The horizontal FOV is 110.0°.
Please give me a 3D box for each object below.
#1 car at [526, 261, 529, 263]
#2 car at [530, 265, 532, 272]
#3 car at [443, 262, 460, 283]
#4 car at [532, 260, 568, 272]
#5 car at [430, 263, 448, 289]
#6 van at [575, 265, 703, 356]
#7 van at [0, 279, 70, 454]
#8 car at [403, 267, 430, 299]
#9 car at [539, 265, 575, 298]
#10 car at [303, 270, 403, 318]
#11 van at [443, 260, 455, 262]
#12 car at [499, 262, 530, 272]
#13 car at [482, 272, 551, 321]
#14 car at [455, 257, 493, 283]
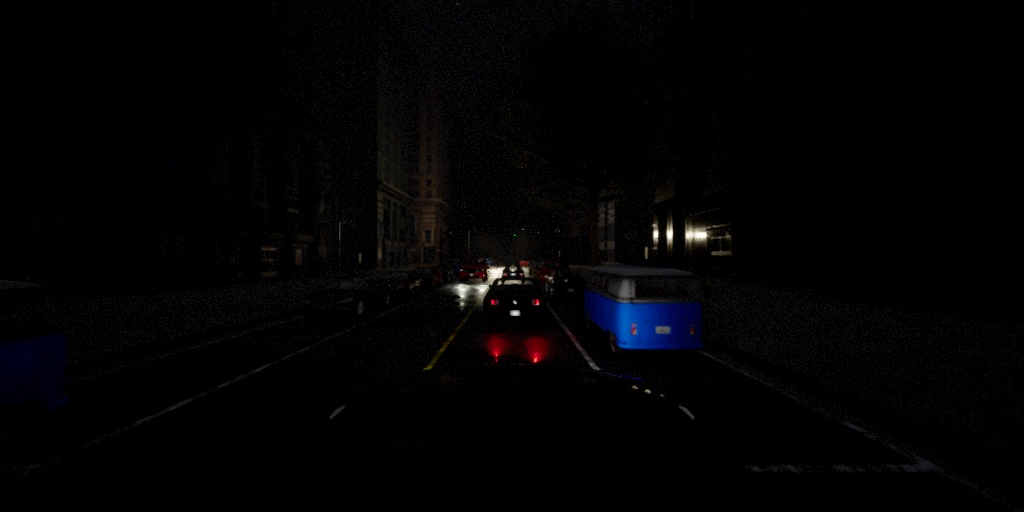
[{"bbox_3d":[2.755,1.455,40.303,1.751,1.417,4.829,0,0,0],"label":"car"},{"bbox_3d":[2.752,1.422,29.553,1.888,1.381,4.507,0,0,0],"label":"car"},{"bbox_3d":[-5.773,1.442,29.320,1.948,1.339,4.313,0,0,0],"label":"car"},{"bbox_3d":[2.754,1.166,24.264,2.192,1.841,5.009,0,0,0],"label":"car"},{"bbox_3d":[-5.771,1.396,23.907,1.888,1.381,4.507,0,0,0],"label":"car"},{"bbox_3d":[2.760,1.120,8.398,1.690,1.789,3.998,0,0,0],"label":"van"},{"bbox_3d":[-5.763,1.093,2.254,1.690,1.789,3.998,0,0,0],"label":"van"},{"bbox_3d":[-5.769,1.407,18.493,1.802,1.307,4.207,0,0,0],"label":"car"},{"bbox_3d":[2.756,1.378,18.976,2.007,1.370,4.403,0,0,0],"label":"car"},{"bbox_3d":[-5.767,1.351,13.080,2.007,1.370,4.403,0,0,0],"label":"car"},{"bbox_3d":[-5.775,1.243,34.733,1.690,1.789,3.998,0,0,0],"label":"van"},{"bbox_3d":[0.090,1.422,29.062,2.033,1.411,5.357,0,0,0],"label":"car"},{"bbox_3d":[0.096,1.399,12.745,1.895,1.301,4.718,0,0,0],"label":"car"},{"bbox_3d":[-3.101,1.104,30.301,2.150,2.045,5.566,0,0,0],"label":"car"}]
